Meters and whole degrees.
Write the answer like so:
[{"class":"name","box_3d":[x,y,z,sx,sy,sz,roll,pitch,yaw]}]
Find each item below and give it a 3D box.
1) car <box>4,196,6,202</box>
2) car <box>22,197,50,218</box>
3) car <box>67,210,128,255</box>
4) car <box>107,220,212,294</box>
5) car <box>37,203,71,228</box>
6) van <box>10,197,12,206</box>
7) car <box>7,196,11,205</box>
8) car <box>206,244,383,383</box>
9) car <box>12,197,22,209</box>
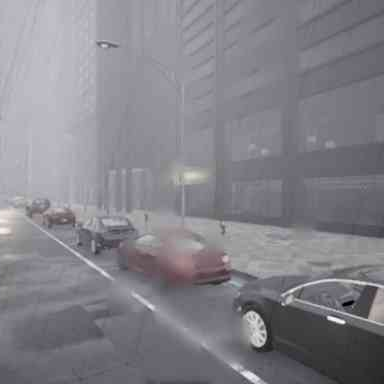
[{"class":"car","box_3d":[-41.312,2.070,76.436,2.008,1.369,4.403,0,0,-31]},{"class":"car","box_3d":[-15.172,1.516,32.966,2.192,1.841,5.009,0,0,-31]},{"class":"car","box_3d":[-3.553,1.625,13.645,2.008,1.369,4.403,0,0,-31]},{"class":"car","box_3d":[-0.648,1.626,8.815,1.802,1.307,4.206,0,0,-31]},{"class":"car","box_3d":[-9.362,1.681,23.305,1.887,1.381,4.507,0,0,-31]},{"class":"van","box_3d":[-29.695,1.716,57.116,1.690,1.788,3.998,0,0,-31]},{"class":"car","box_3d":[-35.503,1.887,66.776,1.967,1.590,4.097,0,0,-31]},{"class":"car","box_3d":[2.257,1.565,3.985,2.008,1.369,4.403,0,0,-31]},{"class":"car","box_3d":[-26.877,1.865,52.431,1.752,1.417,4.829,0,0,-31]}]
